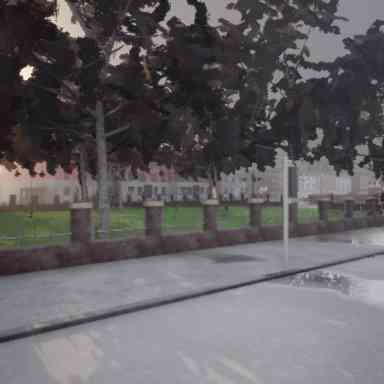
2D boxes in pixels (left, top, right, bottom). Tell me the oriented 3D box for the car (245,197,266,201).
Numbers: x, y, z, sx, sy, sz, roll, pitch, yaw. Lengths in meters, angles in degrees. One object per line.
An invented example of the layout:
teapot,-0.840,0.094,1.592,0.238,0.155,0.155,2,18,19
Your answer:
car,11.293,1.472,58.384,1.895,1.301,4.718,0,0,-35
